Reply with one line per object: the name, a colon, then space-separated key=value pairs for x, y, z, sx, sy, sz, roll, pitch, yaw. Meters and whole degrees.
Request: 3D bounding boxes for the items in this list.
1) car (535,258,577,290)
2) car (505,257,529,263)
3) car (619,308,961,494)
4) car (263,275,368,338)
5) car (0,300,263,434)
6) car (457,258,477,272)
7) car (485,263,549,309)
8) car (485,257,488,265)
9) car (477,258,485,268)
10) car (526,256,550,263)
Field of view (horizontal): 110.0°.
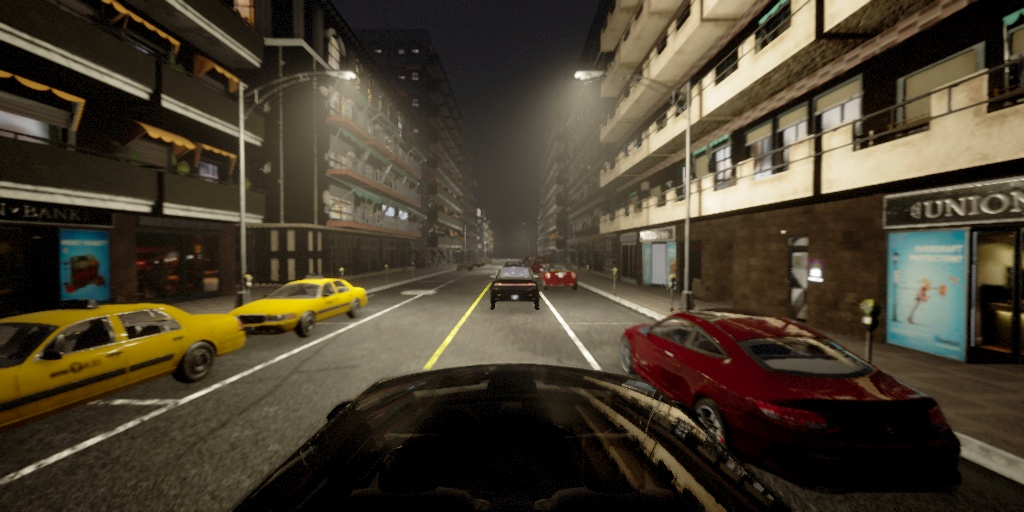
car: x=2.689 y=1.116 z=21.568 sx=1.967 sy=1.591 sz=4.097 roll=0 pitch=0 yaw=0
car: x=0.101 y=1.133 z=31.640 sx=2.128 sy=1.511 sz=4.902 roll=0 pitch=0 yaw=0
car: x=2.689 y=1.321 z=4.577 sx=1.802 sy=1.307 sz=4.207 roll=0 pitch=0 yaw=0
car: x=-5.692 y=1.243 z=10.103 sx=1.751 sy=1.417 sz=4.829 roll=0 pitch=0 yaw=0
car: x=-5.692 y=1.265 z=4.439 sx=1.751 sy=1.417 sz=4.829 roll=0 pitch=0 yaw=0
car: x=-5.693 y=1.124 z=44.086 sx=1.751 sy=1.417 sz=4.829 roll=0 pitch=0 yaw=0
car: x=0.100 y=1.193 z=14.661 sx=2.128 sy=1.511 sz=4.902 roll=0 pitch=0 yaw=0
car: x=-5.692 y=0.981 z=61.247 sx=1.967 sy=1.591 sz=4.097 roll=0 pitch=0 yaw=0
car: x=-5.693 y=1.085 z=55.413 sx=1.751 sy=1.417 sz=4.829 roll=0 pitch=0 yaw=0
car: x=2.688 y=0.952 z=32.895 sx=2.192 sy=1.841 sz=5.009 roll=0 pitch=0 yaw=0
